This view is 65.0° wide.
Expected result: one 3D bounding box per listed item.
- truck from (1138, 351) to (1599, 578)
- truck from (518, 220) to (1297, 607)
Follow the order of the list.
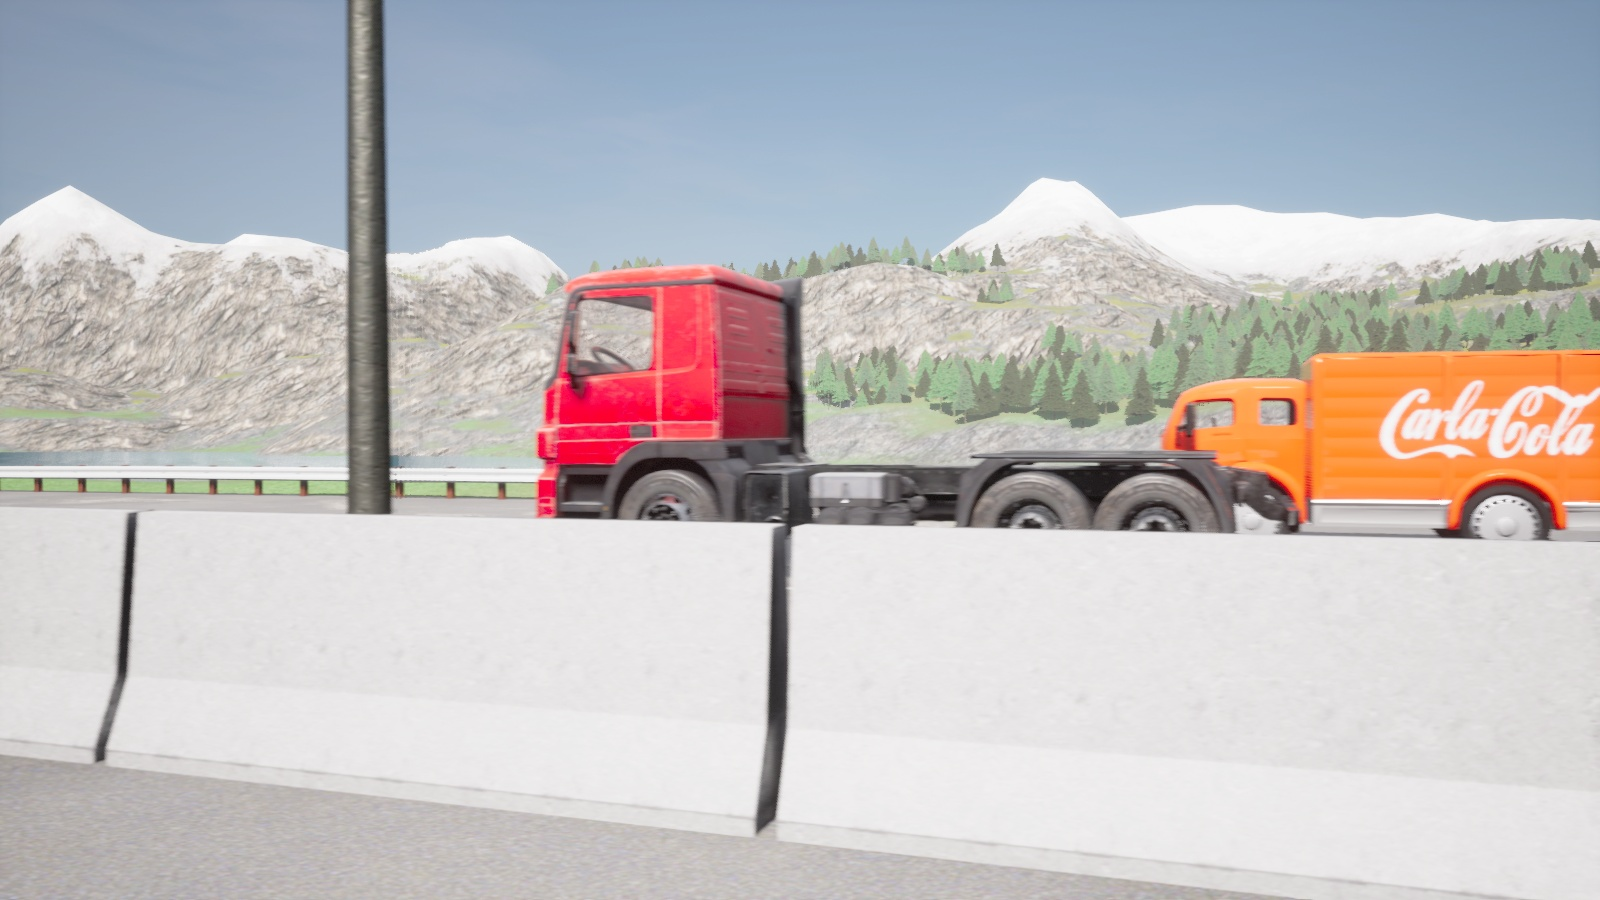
[{"bbox_3d":[6.979,0.116,15.608,5.204,2.467,2.627,1,1,19],"label":"truck"},{"bbox_3d":[1.134,-0.373,13.874,7.936,3.462,2.891,1,1,19],"label":"truck"}]
